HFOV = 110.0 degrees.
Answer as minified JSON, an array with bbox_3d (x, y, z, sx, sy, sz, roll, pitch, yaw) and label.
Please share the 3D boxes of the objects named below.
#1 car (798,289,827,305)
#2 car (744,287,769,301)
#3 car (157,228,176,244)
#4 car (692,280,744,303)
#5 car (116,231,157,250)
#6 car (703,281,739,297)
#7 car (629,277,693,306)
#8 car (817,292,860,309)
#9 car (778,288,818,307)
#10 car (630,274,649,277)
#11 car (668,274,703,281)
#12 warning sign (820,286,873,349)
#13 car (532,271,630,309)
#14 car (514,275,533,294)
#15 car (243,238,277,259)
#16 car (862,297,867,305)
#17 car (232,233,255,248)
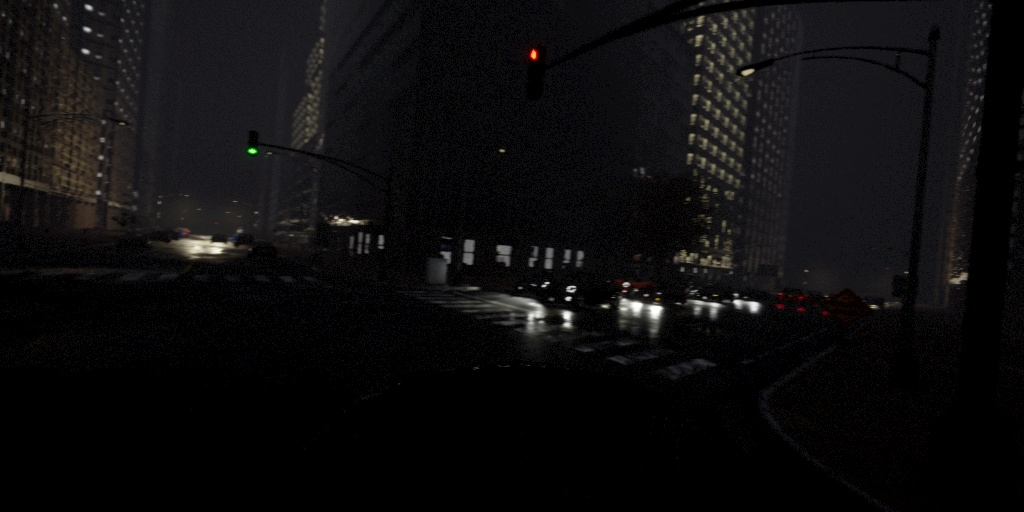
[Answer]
[{"bbox_3d":[35.870,4.884,42.681,5.008,1.535,1.882,6,0,-42],"label":"car"},{"bbox_3d":[25.072,3.959,37.360,4.718,1.301,1.895,6,0,-42],"label":"car"},{"bbox_3d":[-40.786,-2.211,41.561,1.948,1.339,4.313,0,0,-40],"label":"car"},{"bbox_3d":[17.457,3.147,30.498,5.357,1.411,2.033,6,0,-42],"label":"car"},{"bbox_3d":[-30.244,-1.266,28.794,1.802,1.307,4.207,0,0,-40],"label":"car"},{"bbox_3d":[23.545,3.708,40.337,5.008,1.535,1.882,6,0,-41],"label":"car"},{"bbox_3d":[9.835,2.404,23.594,4.181,1.385,1.994,6,0,-42],"label":"car"},{"bbox_3d":[30.394,4.328,33.280,4.902,1.511,2.128,6,0,-41],"label":"car"},{"bbox_3d":[28.474,4.022,35.905,4.553,1.767,2.097,6,0,-40],"label":"car"},{"bbox_3d":[8.908,2.123,27.111,4.553,1.767,2.097,6,0,-42],"label":"car"},{"bbox_3d":[16.130,2.712,33.641,5.566,2.045,2.150,6,0,-42],"label":"car"},{"bbox_3d":[11.010,2.001,11.958,1.060,1.860,1.300,0,0,-42],"label":"warning sign"},{"bbox_3d":[3.503,1.559,17.832,4.553,1.767,2.097,6,0,-42],"label":"car"},{"bbox_3d":[2.206,1.630,21.048,4.674,1.442,1.812,6,0,-42],"label":"car"},{"bbox_3d":[-20.643,-0.513,29.599,1.948,1.339,4.313,0,0,-40],"label":"car"},{"bbox_3d":[38.037,5.102,40.268,4.892,1.490,1.837,6,0,-42],"label":"car"},{"bbox_3d":[-34.736,-2.004,46.590,2.192,1.841,5.009,0,0,-40],"label":"car"}]
